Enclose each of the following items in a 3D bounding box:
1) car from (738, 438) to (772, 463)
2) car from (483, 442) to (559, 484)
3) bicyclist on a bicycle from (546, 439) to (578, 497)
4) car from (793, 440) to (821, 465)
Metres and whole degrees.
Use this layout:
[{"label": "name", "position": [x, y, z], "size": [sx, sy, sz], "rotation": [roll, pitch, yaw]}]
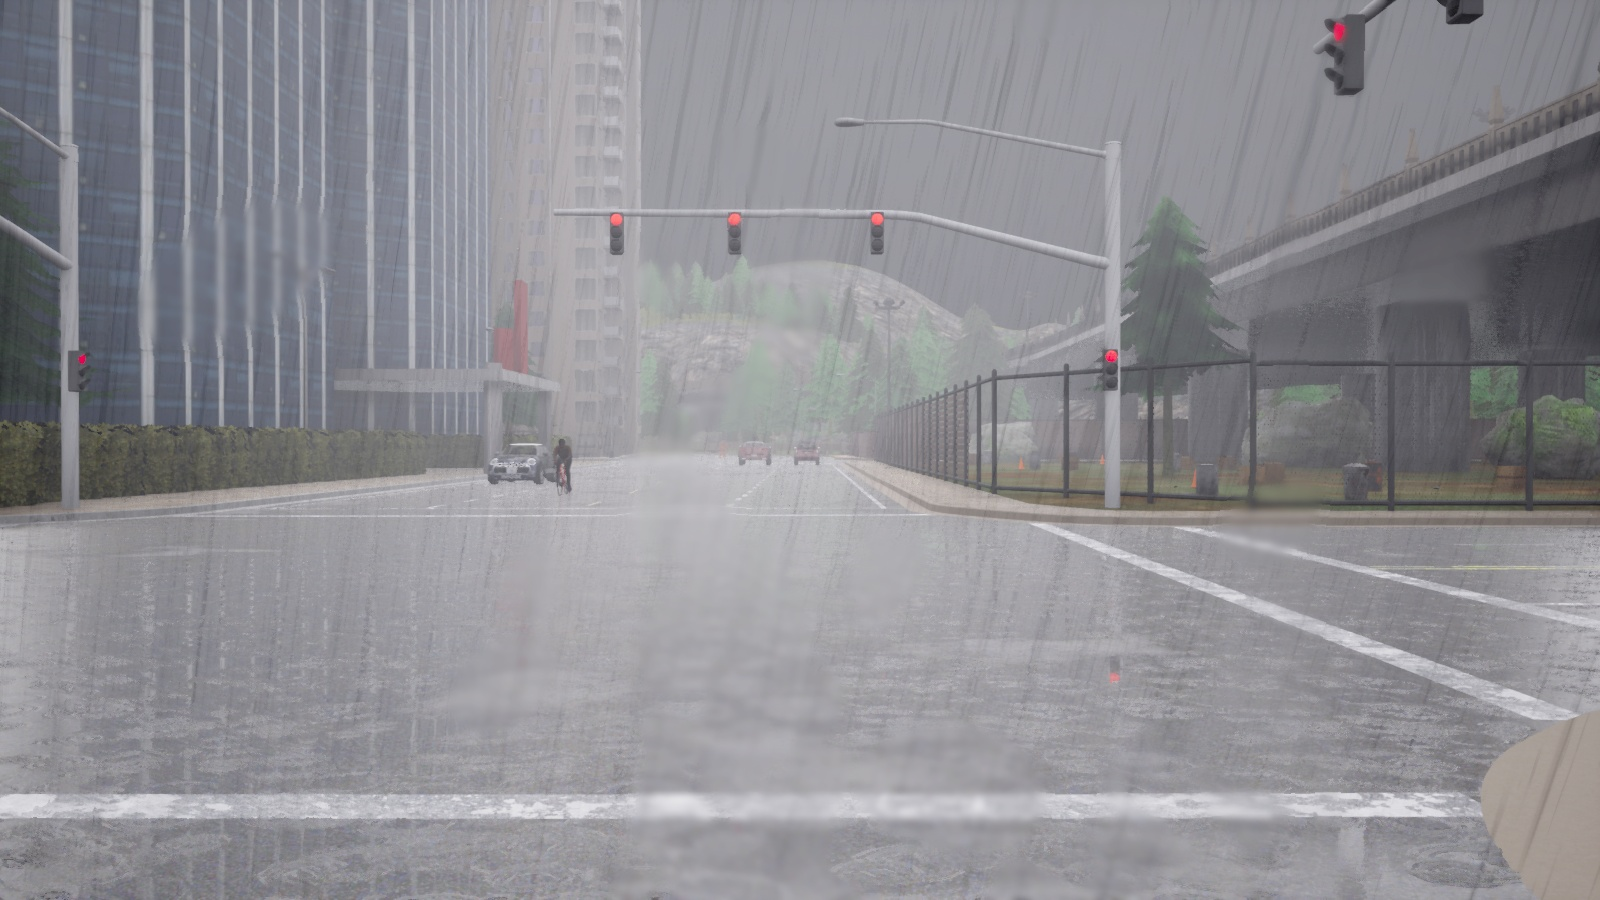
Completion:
[{"label": "car", "position": [-3.036, 0.038, 85.843], "size": [2.152, 1.651, 5.027], "rotation": [0, 0, 0]}, {"label": "car", "position": [-10.243, 0.442, 46.364], "size": [1.970, 1.475, 3.806], "rotation": [0, 0, 0]}, {"label": "bicyclist on a bicycle", "position": [-6.797, 0.491, 35.959], "size": [0.582, 1.620, 1.656], "rotation": [0, 1, 0]}, {"label": "car", "position": [0.474, 0.158, 86.290], "size": [1.851, 1.617, 3.988], "rotation": [0, 0, 0]}]
